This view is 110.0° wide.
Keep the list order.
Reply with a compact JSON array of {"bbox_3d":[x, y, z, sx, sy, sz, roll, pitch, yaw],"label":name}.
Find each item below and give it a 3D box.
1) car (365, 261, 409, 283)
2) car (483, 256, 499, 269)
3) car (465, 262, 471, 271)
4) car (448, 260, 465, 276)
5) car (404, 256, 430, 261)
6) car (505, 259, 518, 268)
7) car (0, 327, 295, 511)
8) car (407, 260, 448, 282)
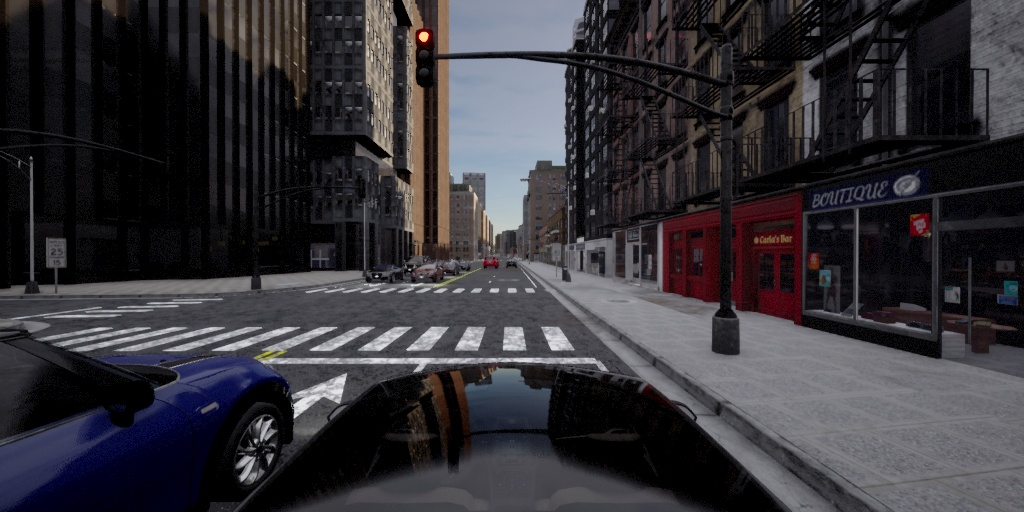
[{"bbox_3d":[-9.915,1.320,28.338,1.994,1.385,4.181,0,0,1],"label":"car"},{"bbox_3d":[-3.423,0.989,58.060,2.150,2.045,5.566,0,0,0],"label":"car"},{"bbox_3d":[-6.728,1.328,48.388,1.994,1.385,4.181,0,0,0],"label":"car"},{"bbox_3d":[-6.705,1.308,38.428,2.033,1.411,5.357,0,0,0],"label":"car"},{"bbox_3d":[-9.952,0.982,37.673,2.150,2.045,5.566,0,0,0],"label":"car"},{"bbox_3d":[-0.086,1.273,61.844,1.837,1.490,4.892,0,0,0],"label":"car"},{"bbox_3d":[-3.146,1.102,1.601,2.097,1.767,4.553,0,0,0],"label":"car"},{"bbox_3d":[-6.675,1.282,28.747,1.812,1.442,4.674,0,0,0],"label":"car"}]
